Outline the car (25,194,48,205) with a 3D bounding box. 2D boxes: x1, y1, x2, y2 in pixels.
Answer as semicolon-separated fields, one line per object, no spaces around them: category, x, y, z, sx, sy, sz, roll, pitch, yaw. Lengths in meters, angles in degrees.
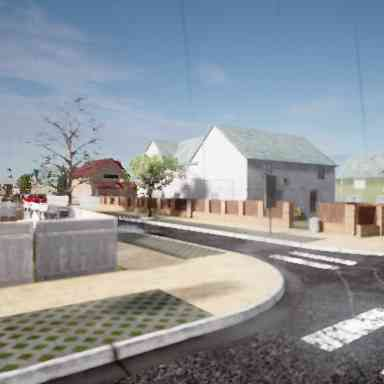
car;-21.543;1.264;46.012;2.150;2.045;5.566;0;0;-37
